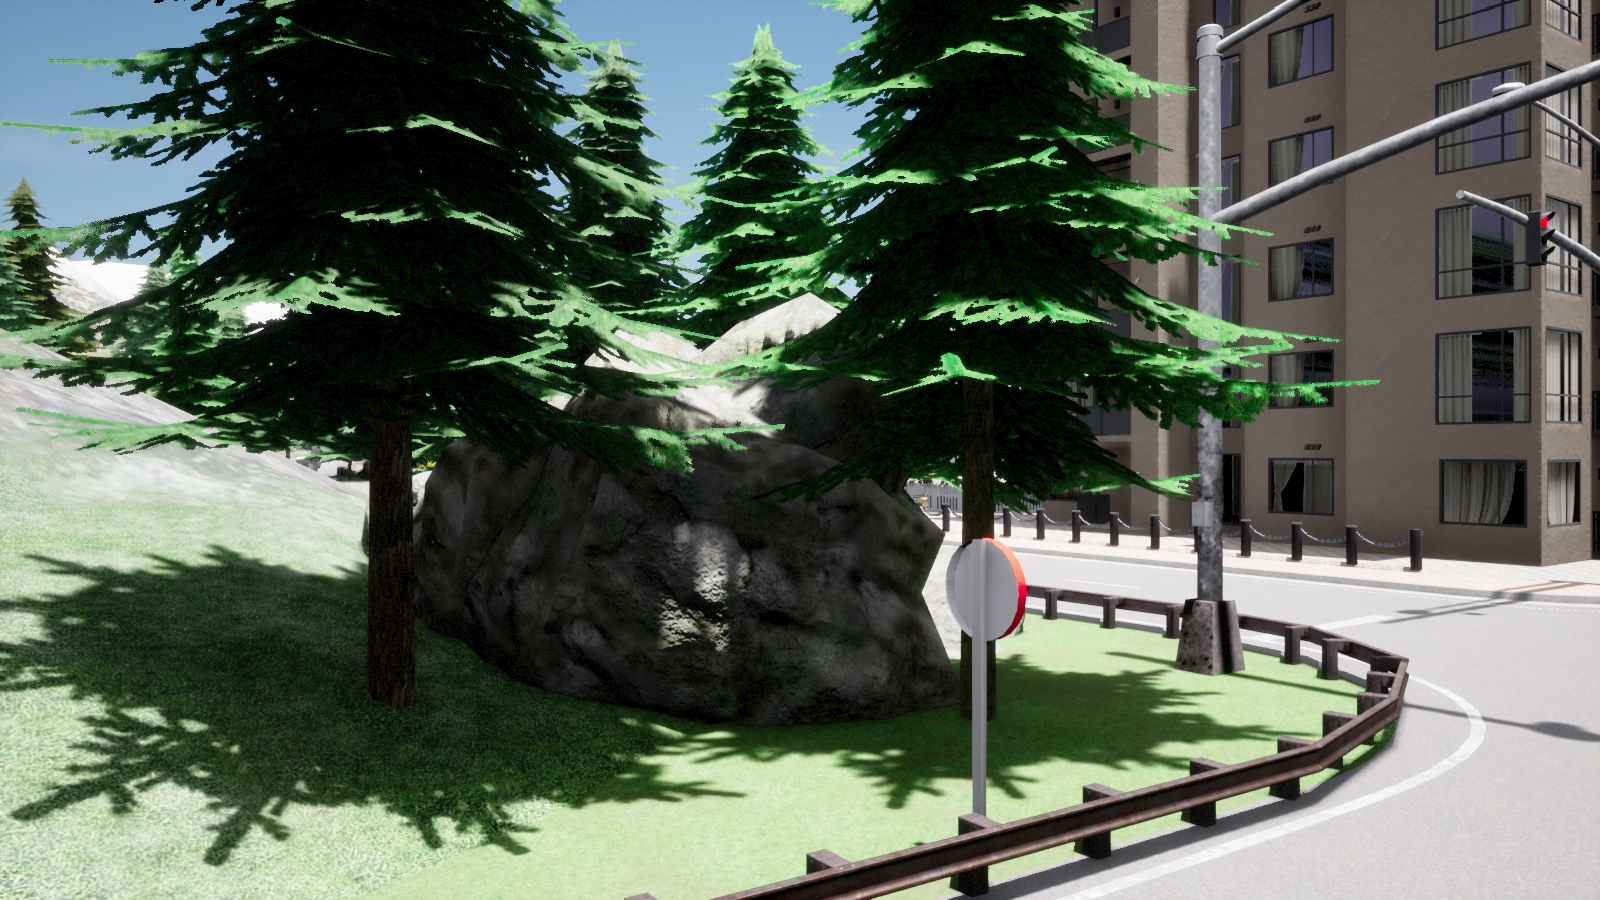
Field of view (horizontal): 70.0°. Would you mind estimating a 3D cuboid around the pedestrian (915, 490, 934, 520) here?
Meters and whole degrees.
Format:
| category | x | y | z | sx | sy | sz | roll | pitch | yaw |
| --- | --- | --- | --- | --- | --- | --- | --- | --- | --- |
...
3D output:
| category | x | y | z | sx | sy | sz | roll | pitch | yaw |
| --- | --- | --- | --- | --- | --- | --- | --- | --- | --- |
| pedestrian | 4.600 | 2.040 | 42.355 | 0.500 | 1.100 | 0.500 | 0 | 0 | -30 |
